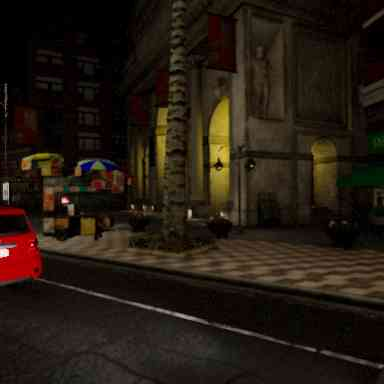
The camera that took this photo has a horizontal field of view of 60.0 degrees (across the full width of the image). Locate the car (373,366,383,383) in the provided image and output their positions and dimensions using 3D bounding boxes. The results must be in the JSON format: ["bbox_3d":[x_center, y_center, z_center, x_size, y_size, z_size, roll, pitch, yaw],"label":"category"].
[{"bbox_3d":[3.410,1.576,1.429,4.718,1.301,1.895,-1,0,36],"label":"car"}]

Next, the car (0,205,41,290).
[{"bbox_3d":[-6.006,1.338,8.205,5.566,2.045,2.150,0,0,36],"label":"car"}]
